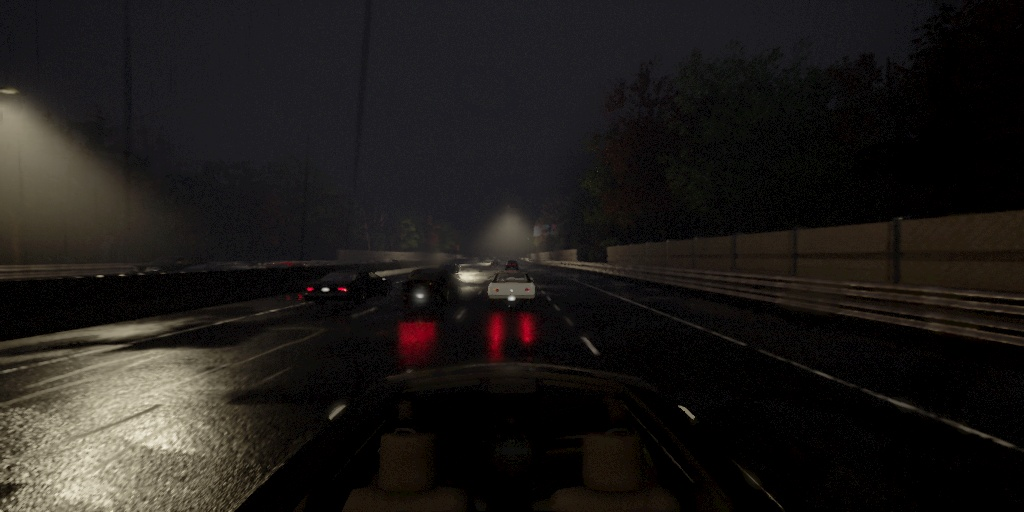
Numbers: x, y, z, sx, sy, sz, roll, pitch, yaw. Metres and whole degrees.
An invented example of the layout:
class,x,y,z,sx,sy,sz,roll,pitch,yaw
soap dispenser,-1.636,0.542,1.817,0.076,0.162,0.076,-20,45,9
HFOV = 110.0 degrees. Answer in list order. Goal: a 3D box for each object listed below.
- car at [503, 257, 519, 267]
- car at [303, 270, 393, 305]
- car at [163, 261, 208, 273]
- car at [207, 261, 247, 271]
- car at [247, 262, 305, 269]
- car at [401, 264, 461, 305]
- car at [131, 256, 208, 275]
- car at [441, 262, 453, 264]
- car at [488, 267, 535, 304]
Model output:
class,x,y,z,sx,sy,sz,roll,pitch,yaw
car,-0.024,1.300,51.394,1.837,1.490,4.892,0,0,0
car,-7.004,1.310,15.967,2.033,1.411,5.357,0,0,0
car,-24.596,1.337,28.543,1.994,1.385,4.181,0,0,0
car,-21.093,1.265,28.730,2.128,1.511,4.902,0,0,0
car,-17.600,1.250,27.817,1.882,1.535,5.008,0,0,0
car,-3.509,1.269,16.112,1.837,1.490,4.892,0,0,0
car,-28.076,0.997,29.868,2.150,2.045,5.566,0,0,0
car,-7.017,1.347,39.212,1.994,1.385,4.181,0,0,0
car,-0.008,1.364,16.252,1.895,1.301,4.718,0,0,0
